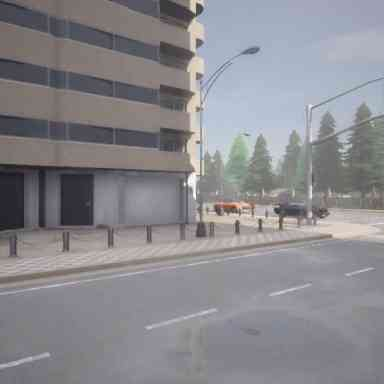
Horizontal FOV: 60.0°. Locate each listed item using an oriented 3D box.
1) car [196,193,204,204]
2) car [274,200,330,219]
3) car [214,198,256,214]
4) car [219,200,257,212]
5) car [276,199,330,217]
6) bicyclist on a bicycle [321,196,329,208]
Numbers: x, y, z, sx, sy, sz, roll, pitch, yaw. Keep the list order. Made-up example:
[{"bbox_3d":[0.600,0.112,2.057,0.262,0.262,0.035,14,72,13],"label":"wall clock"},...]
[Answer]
[{"bbox_3d":[-0.048,1.277,61.101,2.150,2.045,5.566,0,0,-35],"label":"car"},{"bbox_3d":[9.659,1.656,29.440,1.895,1.301,4.718,0,0,-36],"label":"car"},{"bbox_3d":[4.443,1.408,36.674,2.097,1.767,4.553,0,0,-36],"label":"car"},{"bbox_3d":[5.619,1.656,41.023,1.895,1.301,4.718,0,0,-36],"label":"car"},{"bbox_3d":[11.084,1.533,33.446,1.882,1.535,5.008,0,0,-36],"label":"car"},{"bbox_3d":[17.379,1.356,43.494,1.656,1.620,0.582,0,0,-36],"label":"bicyclist on a bicycle"}]
